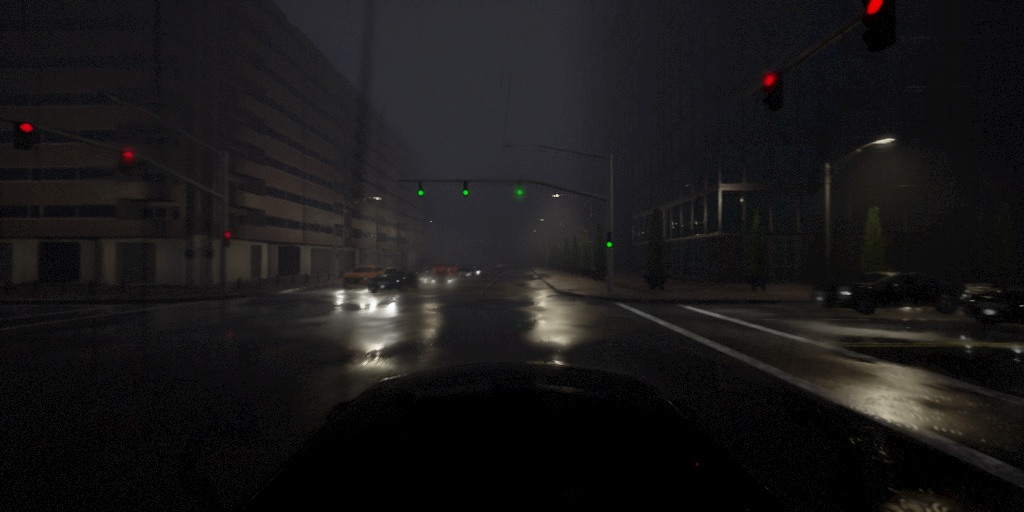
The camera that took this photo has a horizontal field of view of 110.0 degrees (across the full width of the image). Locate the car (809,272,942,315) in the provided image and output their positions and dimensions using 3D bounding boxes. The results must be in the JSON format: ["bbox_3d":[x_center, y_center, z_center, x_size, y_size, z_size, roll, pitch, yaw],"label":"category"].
[{"bbox_3d":[14.173,1.355,13.652,4.902,1.511,2.128,0,-1,1],"label":"car"}]

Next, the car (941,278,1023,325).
[{"bbox_3d":[15.970,1.320,10.126,4.902,1.511,2.128,0,-1,1],"label":"car"}]

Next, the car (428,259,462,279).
[{"bbox_3d":[-6.919,1.410,37.391,2.097,1.767,4.553,0,0,1],"label":"car"}]

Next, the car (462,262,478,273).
[{"bbox_3d":[-6.564,1.732,51.477,2.033,1.411,5.357,0,-1,2],"label":"car"}]

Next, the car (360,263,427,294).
[{"bbox_3d":[-7.012,1.412,21.888,2.128,1.511,4.902,0,-1,0],"label":"car"}]

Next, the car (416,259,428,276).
[{"bbox_3d":[-10.302,1.332,42.442,2.150,2.045,5.566,0,-1,1],"label":"car"}]

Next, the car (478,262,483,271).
[{"bbox_3d":[-6.233,1.784,63.229,2.128,1.511,4.902,0,0,1],"label":"car"}]

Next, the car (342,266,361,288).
[{"bbox_3d":[-10.596,1.442,26.273,1.882,1.535,5.008,0,0,0],"label":"car"}]
